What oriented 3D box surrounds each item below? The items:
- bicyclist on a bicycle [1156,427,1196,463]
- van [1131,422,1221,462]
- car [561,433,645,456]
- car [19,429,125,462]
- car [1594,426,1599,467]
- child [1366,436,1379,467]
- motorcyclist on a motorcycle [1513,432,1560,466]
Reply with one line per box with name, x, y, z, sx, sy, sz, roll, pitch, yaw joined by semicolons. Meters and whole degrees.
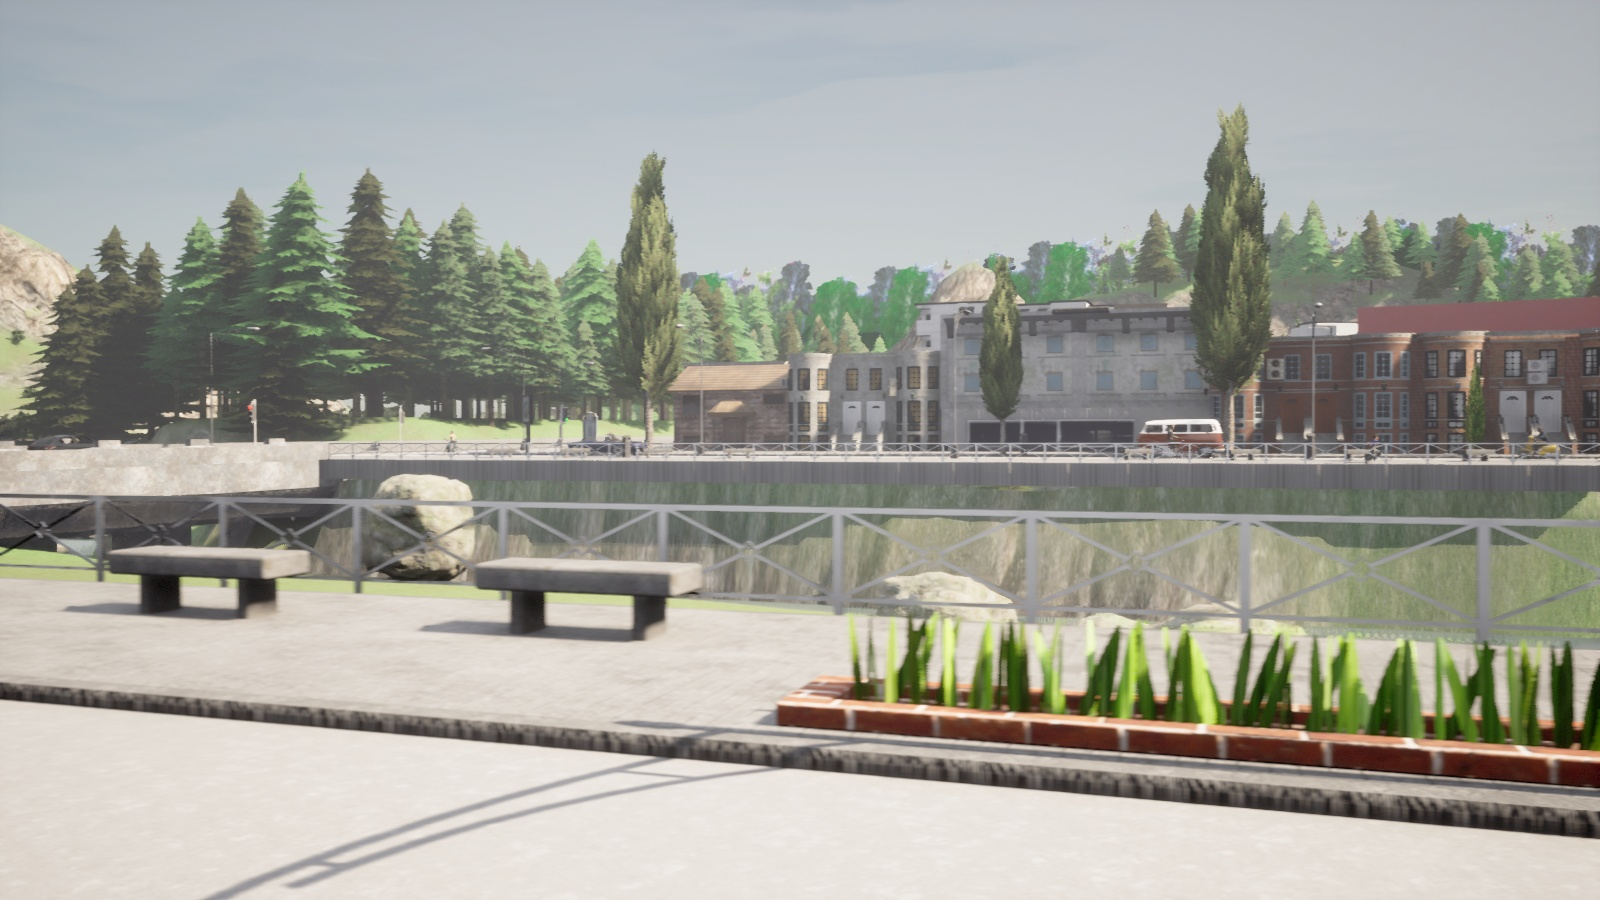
bicyclist on a bicycle;18.708;-0.233;62.474;1.843;1.776;0.659;0;1;19
van;19.872;-0.437;66.299;4.480;2.038;2.069;1;1;19
car;-12.091;-0.352;77.048;4.718;1.301;1.895;1;1;19
car;-34.560;-0.247;59.766;1.816;1.474;4.193;1;1;19
car;37.938;-0.132;56.010;3.866;1.878;1.905;1;1;19
child;23.813;0.069;52.256;0.437;1.263;0.270;1;1;19
motorcyclist on a motorcycle;35.732;-0.062;60.972;1.817;1.590;0.866;1;1;19
